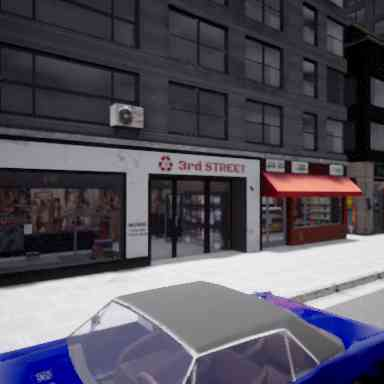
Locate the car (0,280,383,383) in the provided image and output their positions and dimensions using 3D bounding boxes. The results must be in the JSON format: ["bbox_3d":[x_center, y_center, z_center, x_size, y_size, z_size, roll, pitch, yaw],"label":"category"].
[{"bbox_3d":[-0.270,1.608,2.755,4.718,1.301,1.895,0,0,-36],"label":"car"}]
